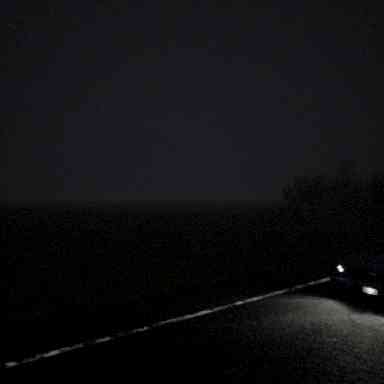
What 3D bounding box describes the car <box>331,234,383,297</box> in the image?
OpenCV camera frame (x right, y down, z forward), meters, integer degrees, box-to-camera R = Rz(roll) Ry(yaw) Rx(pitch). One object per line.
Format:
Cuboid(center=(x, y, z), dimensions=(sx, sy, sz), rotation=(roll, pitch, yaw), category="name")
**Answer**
Cuboid(center=(5.627, 1.524, 8.007), dimensions=(5.357, 1.411, 2.033), rotation=(0, 0, -36), category="car")
